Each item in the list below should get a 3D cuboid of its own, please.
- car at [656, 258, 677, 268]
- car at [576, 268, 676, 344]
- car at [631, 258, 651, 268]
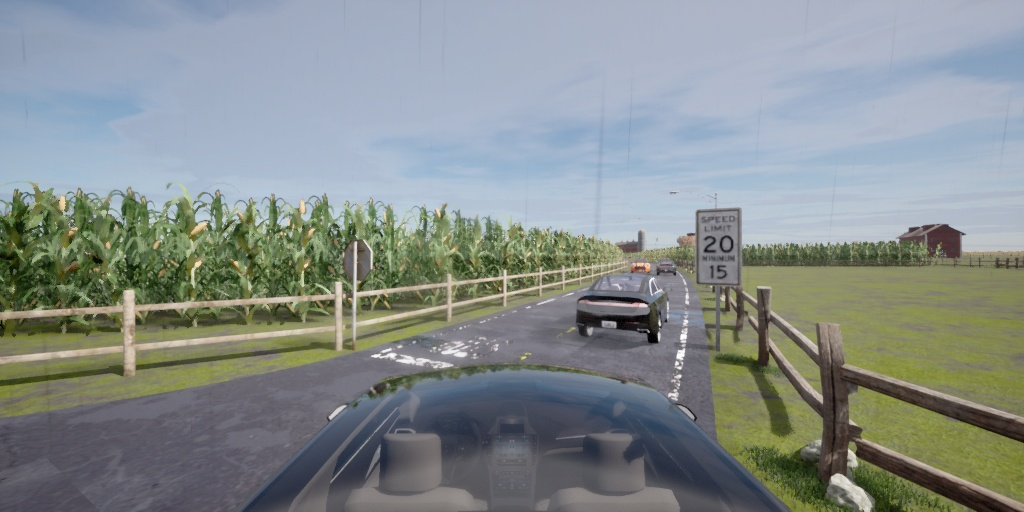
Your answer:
[{"bbox_3d":[16.256,1.243,37.710,2.128,1.511,4.902,0,0,24],"label":"car"},{"bbox_3d":[3.170,1.243,9.776,2.128,1.511,4.902,0,0,27],"label":"car"},{"bbox_3d":[15.432,1.098,42.909,2.097,1.767,4.553,0,0,22],"label":"car"}]
